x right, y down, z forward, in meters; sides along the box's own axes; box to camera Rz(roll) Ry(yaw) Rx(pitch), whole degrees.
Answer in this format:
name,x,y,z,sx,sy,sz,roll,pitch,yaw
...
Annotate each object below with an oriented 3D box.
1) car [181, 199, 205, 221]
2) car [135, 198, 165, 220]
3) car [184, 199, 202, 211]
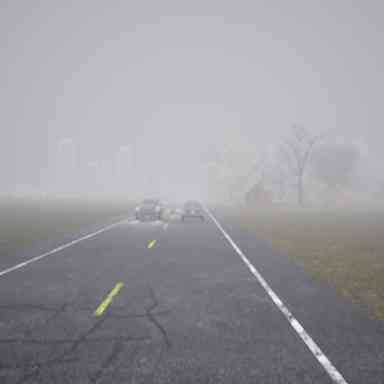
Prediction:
name,x,y,z,sx,sy,sz,roll,pitch,yaw
car,0.074,1.527,27.037,2.033,1.411,5.357,0,0,1
car,-3.465,1.328,28.026,2.097,1.767,4.553,0,0,0
car,0.115,1.535,40.225,1.994,1.385,4.181,0,0,1
